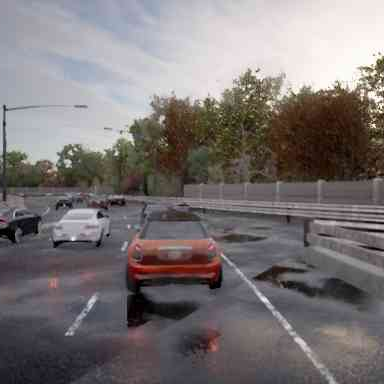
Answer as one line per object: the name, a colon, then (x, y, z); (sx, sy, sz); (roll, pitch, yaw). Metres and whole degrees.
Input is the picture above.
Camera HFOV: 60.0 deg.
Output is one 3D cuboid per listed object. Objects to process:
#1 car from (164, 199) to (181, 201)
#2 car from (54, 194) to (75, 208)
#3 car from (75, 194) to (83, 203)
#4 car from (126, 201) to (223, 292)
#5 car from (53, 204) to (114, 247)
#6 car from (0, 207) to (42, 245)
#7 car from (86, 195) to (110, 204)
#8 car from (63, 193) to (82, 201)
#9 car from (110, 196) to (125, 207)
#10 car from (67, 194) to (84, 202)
car: (-1.857, 1.354, 27.784); (2.128, 1.511, 4.902); (0, 0, -29)
car: (-16.050, 1.294, 41.532); (1.837, 1.490, 4.892); (0, 0, -23)
car: (-20.562, 1.061, 57.457); (2.097, 1.767, 4.553); (0, 0, -32)
car: (-0.539, 1.306, 9.042); (2.097, 1.767, 4.553); (0, 0, -5)
car: (-4.680, 1.452, 14.468); (1.812, 1.442, 4.674); (0, 0, -8)
car: (-8.304, 1.414, 15.078); (2.128, 1.511, 4.902); (0, 0, -8)
car: (-11.171, 1.155, 38.798); (2.097, 1.767, 4.553); (0, 0, -21)
car: (-25.286, 1.039, 70.188); (2.033, 1.411, 5.357); (0, 0, -41)
car: (-10.721, 1.243, 46.633); (1.882, 1.535, 5.008); (0, 0, -25)
car: (-23.978, 1.208, 68.506); (1.994, 1.385, 4.181); (0, 0, -38)
